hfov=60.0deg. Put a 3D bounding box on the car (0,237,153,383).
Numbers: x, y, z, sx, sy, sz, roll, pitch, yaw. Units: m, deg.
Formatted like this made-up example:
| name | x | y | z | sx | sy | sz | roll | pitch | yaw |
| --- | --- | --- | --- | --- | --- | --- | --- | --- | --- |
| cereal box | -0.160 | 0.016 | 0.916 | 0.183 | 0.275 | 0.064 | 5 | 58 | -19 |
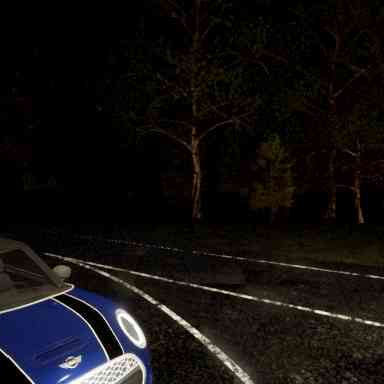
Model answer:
| name | x | y | z | sx | sy | sz | roll | pitch | yaw |
| --- | --- | --- | --- | --- | --- | --- | --- | --- | --- |
| car | -2.592 | 1.338 | 3.733 | 4.553 | 1.767 | 2.097 | 1 | 0 | 35 |
